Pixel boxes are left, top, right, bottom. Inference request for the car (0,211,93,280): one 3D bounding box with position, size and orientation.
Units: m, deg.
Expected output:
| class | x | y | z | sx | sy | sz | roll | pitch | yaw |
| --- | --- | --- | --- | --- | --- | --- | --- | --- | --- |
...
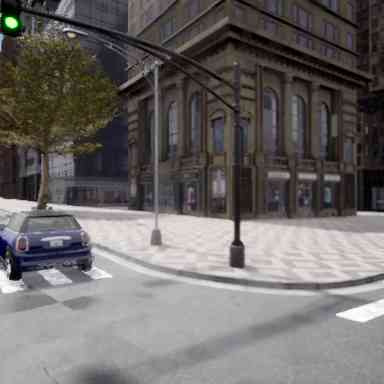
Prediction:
| class | x | y | z | sx | sy | sz | roll | pitch | yaw |
| --- | --- | --- | --- | --- | --- | --- | --- | --- | --- |
| car | -4.756 | 1.360 | 10.340 | 2.097 | 1.767 | 4.553 | 0 | 0 | -36 |
